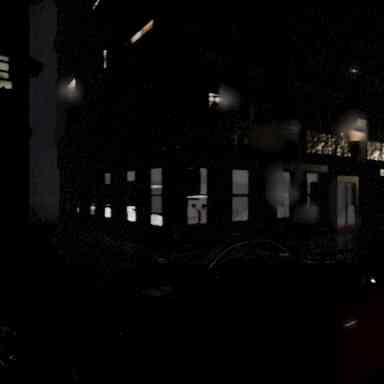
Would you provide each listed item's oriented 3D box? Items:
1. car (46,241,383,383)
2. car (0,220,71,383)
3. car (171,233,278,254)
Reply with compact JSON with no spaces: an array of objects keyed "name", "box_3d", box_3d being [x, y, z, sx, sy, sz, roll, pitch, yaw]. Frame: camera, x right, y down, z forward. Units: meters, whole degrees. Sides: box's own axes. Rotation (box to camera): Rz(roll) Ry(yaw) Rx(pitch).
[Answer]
[{"name":"car","box_3d":[0.948,1.560,4.057,4.674,1.442,1.812,1,0,-36]},{"name":"car","box_3d":[-3.906,1.303,3.773,5.009,1.841,2.192,1,-1,-36]},{"name":"car","box_3d":[0.639,1.602,7.043,4.403,1.369,2.008,1,-1,-36]}]
